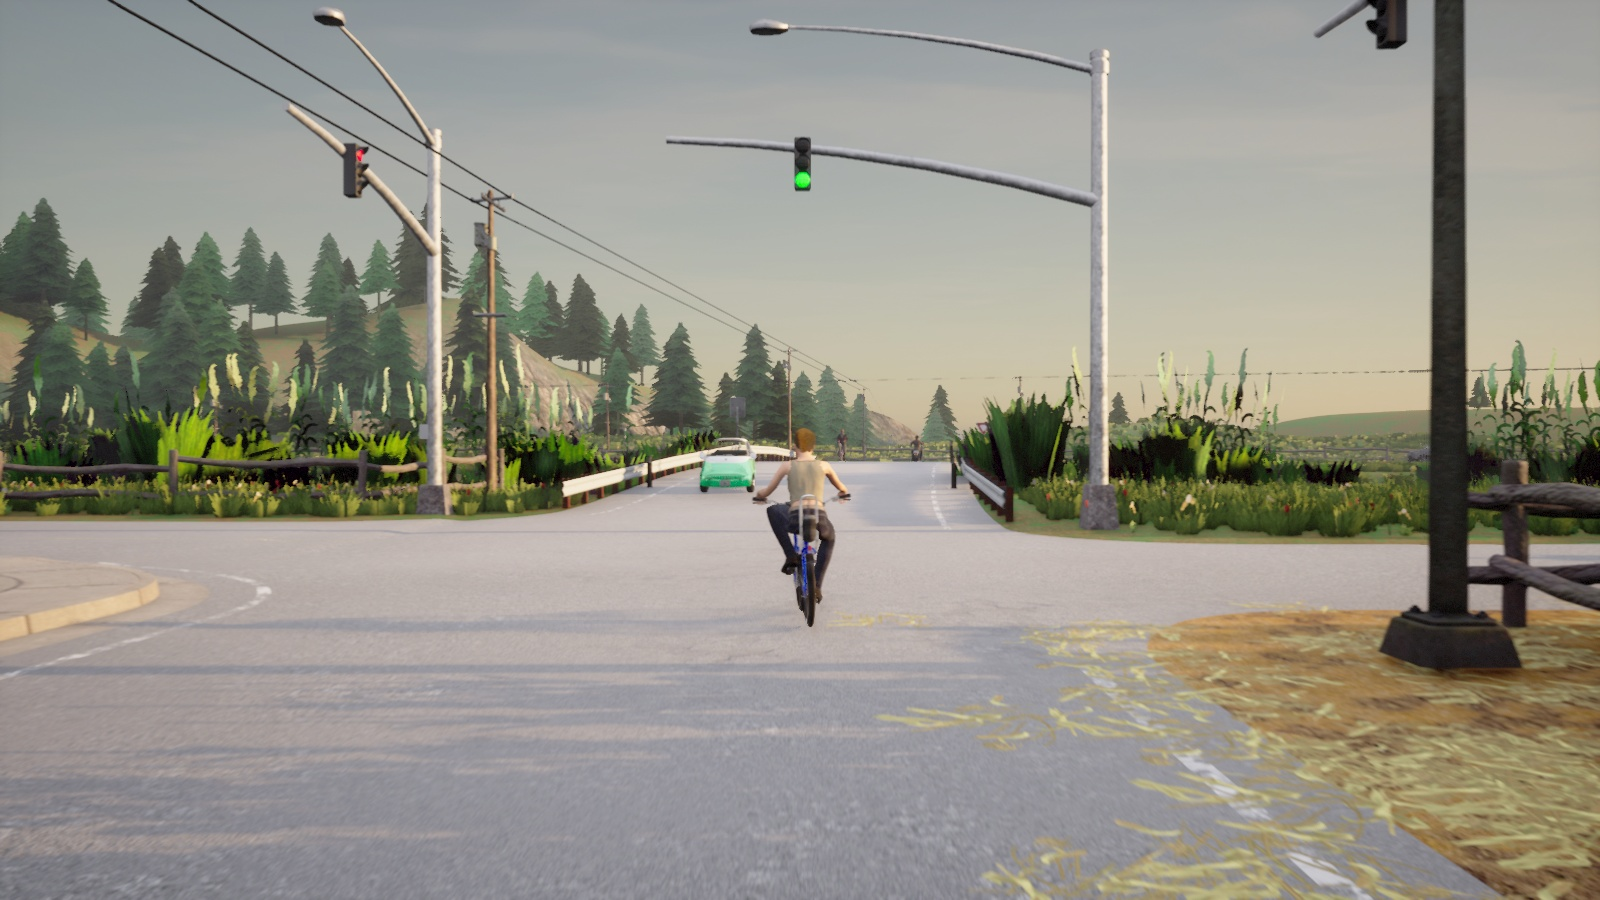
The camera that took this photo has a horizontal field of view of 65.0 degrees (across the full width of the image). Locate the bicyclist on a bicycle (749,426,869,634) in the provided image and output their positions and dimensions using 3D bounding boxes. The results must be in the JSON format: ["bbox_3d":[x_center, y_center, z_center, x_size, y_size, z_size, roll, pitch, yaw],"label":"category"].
[{"bbox_3d":[0.039,0.623,10.590,0.866,1.612,1.509,-1,0,-4],"label":"bicyclist on a bicycle"}]

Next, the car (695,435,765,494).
[{"bbox_3d":[-1.789,0.352,32.651,1.481,1.376,2.207,0,3,6],"label":"car"}]

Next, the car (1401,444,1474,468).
[{"bbox_3d":[40.024,0.346,78.920,3.633,1.501,1.845,0,0,6],"label":"car"}]
